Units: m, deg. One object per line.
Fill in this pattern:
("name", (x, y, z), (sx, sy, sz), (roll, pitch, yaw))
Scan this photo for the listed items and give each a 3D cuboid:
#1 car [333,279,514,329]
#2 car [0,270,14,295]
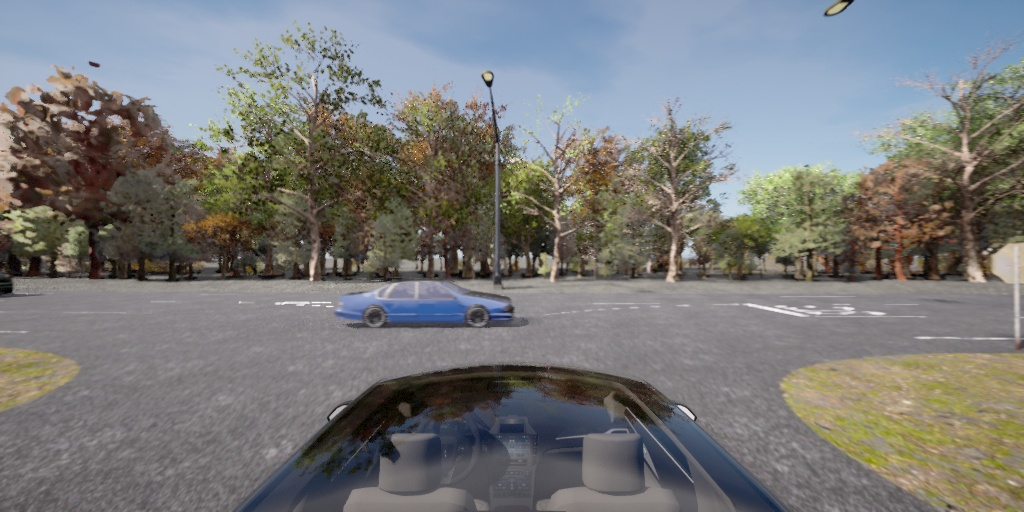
("car", (-2.618, 1.425, 11.224), (5.357, 1.411, 2.033), (0, -1, 1))
("car", (-30.395, 1.303, 19.523), (4.553, 1.767, 2.097), (0, -1, 3))
